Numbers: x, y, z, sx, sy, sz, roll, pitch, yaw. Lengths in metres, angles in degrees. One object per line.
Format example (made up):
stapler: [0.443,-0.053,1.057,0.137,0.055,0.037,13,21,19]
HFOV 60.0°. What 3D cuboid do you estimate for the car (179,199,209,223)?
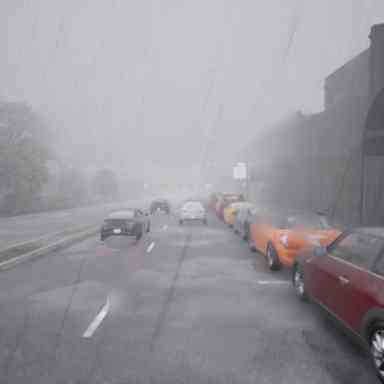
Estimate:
car: [0.052,1.460,24.480,1.812,1.442,4.674,0,0,0]

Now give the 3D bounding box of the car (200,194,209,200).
car: [3.062,1.252,82.850,1.946,1.575,5.366,0,0,0]

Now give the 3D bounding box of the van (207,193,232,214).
van: [3.149,1.149,38.703,1.878,1.987,4.442,0,0,0]

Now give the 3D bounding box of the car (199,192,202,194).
car: [3.083,1.283,71.797,1.946,1.575,5.366,0,0,0]

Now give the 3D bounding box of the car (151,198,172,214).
car: [-3.218,1.410,34.590,1.837,1.490,4.892,0,0,0]

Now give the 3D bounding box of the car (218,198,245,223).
car: [3.182,1.420,22.007,2.097,1.535,5.008,0,0,0]

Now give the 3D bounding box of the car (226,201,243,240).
car: [3.193,1.436,16.481,2.231,1.521,4.892,0,0,0]

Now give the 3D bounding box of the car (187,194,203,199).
car: [0.020,1.392,41.217,1.837,1.490,4.892,0,0,0]

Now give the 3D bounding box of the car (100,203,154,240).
car: [-3.195,1.480,16.467,1.812,1.442,4.674,0,0,0]

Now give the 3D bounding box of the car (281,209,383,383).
car: [3.214,1.340,5.404,2.185,1.767,4.553,0,0,0]

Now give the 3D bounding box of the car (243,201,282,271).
car: [3.204,1.325,10.930,2.185,1.767,4.553,0,0,0]

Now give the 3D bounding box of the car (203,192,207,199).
car: [3.128,1.220,49.606,2.185,1.767,4.553,0,0,0]

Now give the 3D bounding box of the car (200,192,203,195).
car: [3.106,1.317,60.556,2.231,1.521,4.892,0,0,0]
